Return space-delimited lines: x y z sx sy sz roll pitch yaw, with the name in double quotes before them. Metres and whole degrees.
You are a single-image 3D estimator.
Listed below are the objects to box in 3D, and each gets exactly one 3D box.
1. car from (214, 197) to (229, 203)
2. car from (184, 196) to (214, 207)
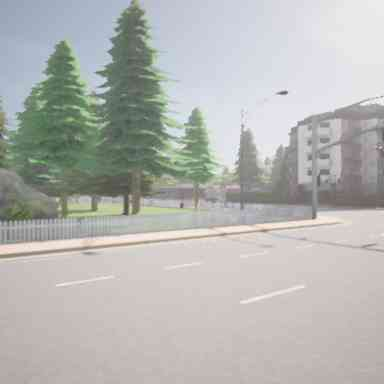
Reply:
"car" 3.721 1.485 51.129 1.837 1.490 4.892 0 0 -34
"car" 0.647 1.333 49.431 2.097 1.767 4.553 0 0 -34
